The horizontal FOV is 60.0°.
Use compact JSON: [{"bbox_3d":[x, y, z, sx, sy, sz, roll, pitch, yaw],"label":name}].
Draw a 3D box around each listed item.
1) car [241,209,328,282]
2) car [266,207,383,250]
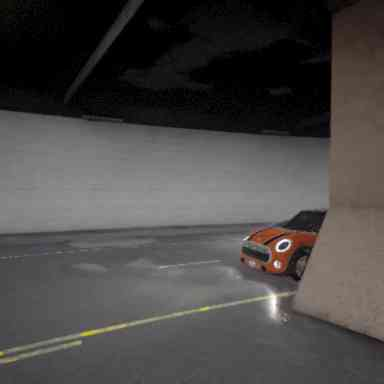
[{"bbox_3d":[3.661,1.281,9.382,4.553,1.767,2.097,0,1,-21],"label":"car"},{"bbox_3d":[5.631,1.426,13.828,4.674,1.442,1.812,0,0,-17],"label":"car"}]
